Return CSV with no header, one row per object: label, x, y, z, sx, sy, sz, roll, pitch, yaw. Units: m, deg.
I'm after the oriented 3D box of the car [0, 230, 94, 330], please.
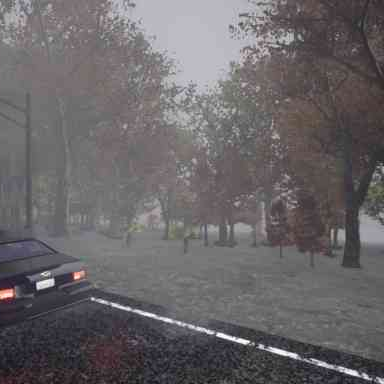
car,-4.181,1.507,6.621,5.357,1.411,2.033,-2,1,39
